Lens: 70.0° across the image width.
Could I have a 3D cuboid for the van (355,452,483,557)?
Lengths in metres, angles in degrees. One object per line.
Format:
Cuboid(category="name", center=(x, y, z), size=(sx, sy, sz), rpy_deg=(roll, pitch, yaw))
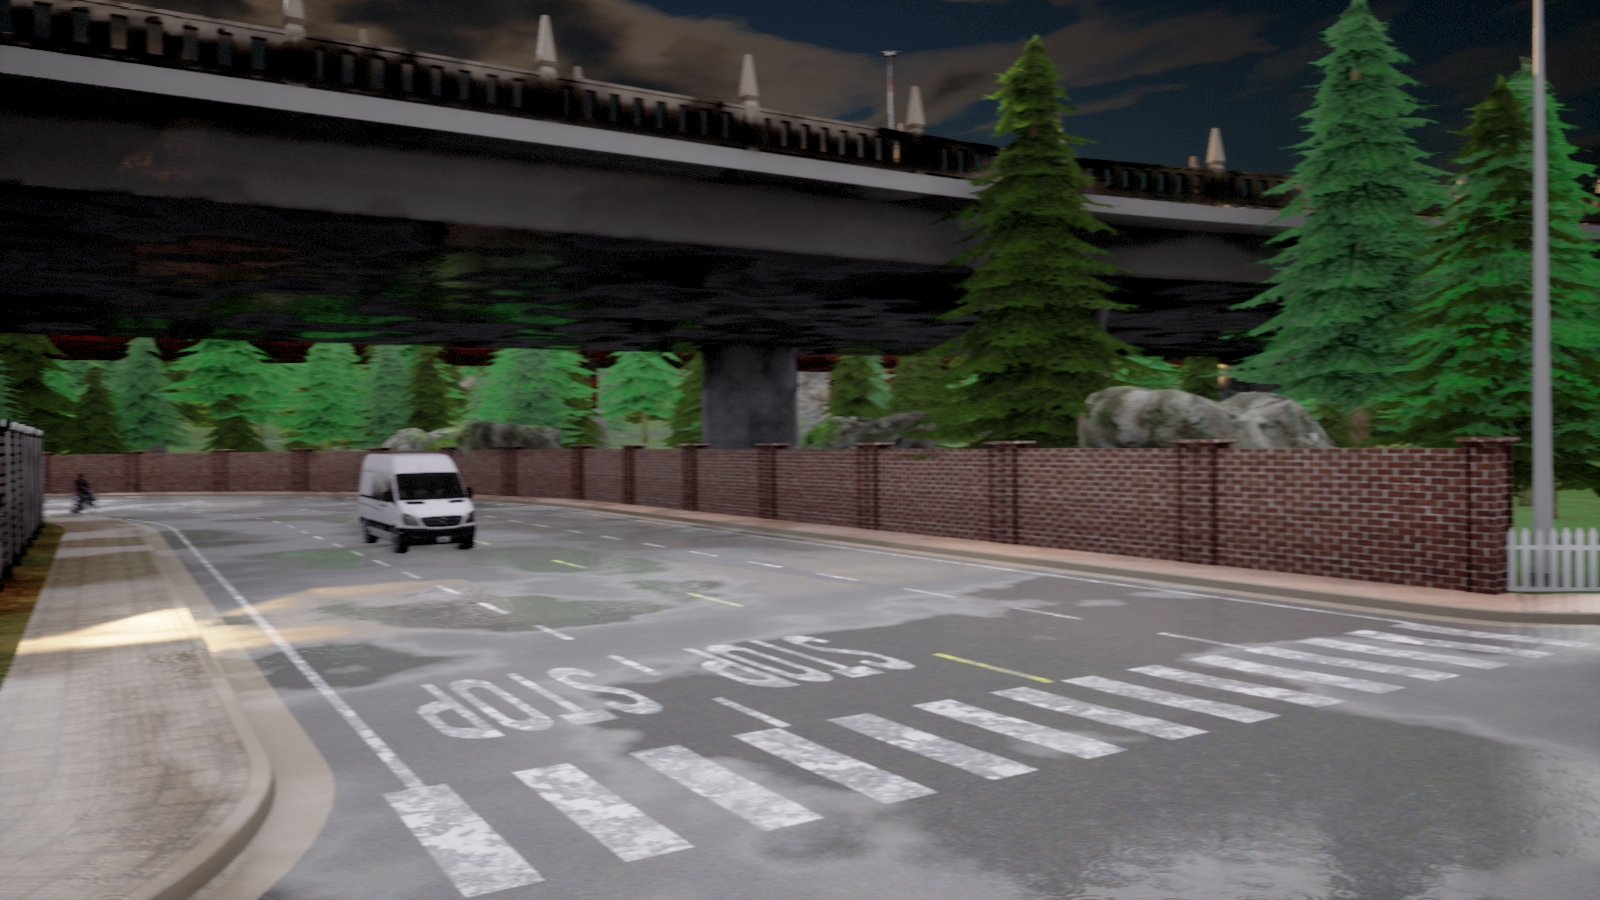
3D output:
Cuboid(category="van", center=(-10.608, 1.361, 31.471), size=(1.988, 2.561, 5.915), rpy_deg=(-1, 1, -32))
